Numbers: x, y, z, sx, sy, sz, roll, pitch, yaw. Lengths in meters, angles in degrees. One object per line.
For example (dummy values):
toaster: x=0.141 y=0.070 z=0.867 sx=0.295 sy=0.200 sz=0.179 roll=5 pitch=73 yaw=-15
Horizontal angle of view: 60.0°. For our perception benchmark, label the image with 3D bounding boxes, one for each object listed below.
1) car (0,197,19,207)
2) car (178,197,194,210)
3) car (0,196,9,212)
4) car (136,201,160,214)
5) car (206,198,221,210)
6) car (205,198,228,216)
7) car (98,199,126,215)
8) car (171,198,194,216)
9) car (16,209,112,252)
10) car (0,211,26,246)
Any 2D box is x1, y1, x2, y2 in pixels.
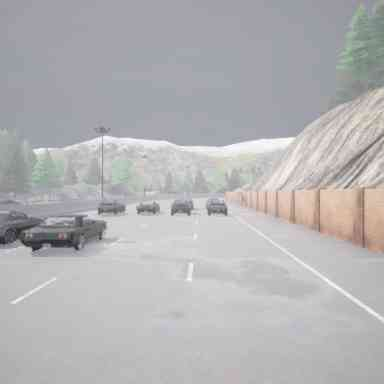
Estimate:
car: x=-18.708 y=1.506 z=32.372 sx=1.837 sy=1.490 sz=4.892 roll=0 pitch=0 yaw=2
car: x=-0.754 y=1.478 z=43.480 sx=1.882 sy=1.535 sz=5.008 roll=0 pitch=0 yaw=2
car: x=-22.085 y=1.351 z=35.813 sx=2.097 sy=1.767 sz=4.553 roll=0 pitch=0 yaw=2
car: x=-4.488 y=1.601 z=34.968 sx=1.895 sy=1.301 sz=4.718 roll=0 pitch=0 yaw=2
car: x=2.740 y=1.526 z=43.241 sx=1.812 sy=1.442 sz=4.674 roll=0 pitch=0 yaw=2
car: x=2.454 y=1.491 z=32.798 sx=2.128 sy=1.511 sz=4.902 roll=0 pitch=0 yaw=1
car: x=-8.027 y=1.491 z=33.578 sx=2.128 sy=1.511 sz=4.902 roll=0 pitch=0 yaw=2
car: x=-1.041 y=1.505 z=33.039 sx=1.837 sy=1.490 sz=4.892 roll=0 pitch=0 yaw=1
car: x=-5.069 y=1.601 z=13.995 sx=1.895 sy=1.301 sz=4.718 roll=0 pitch=0 yaw=2
car: x=-8.531 y=1.564 z=15.383 sx=1.994 sy=1.385 sz=4.181 roll=0 pitch=0 yaw=2
